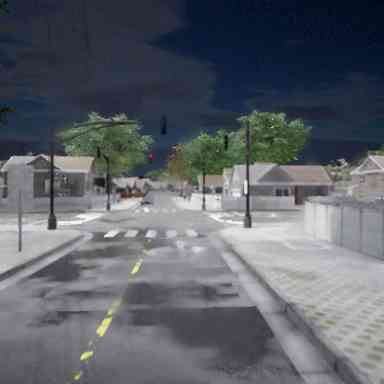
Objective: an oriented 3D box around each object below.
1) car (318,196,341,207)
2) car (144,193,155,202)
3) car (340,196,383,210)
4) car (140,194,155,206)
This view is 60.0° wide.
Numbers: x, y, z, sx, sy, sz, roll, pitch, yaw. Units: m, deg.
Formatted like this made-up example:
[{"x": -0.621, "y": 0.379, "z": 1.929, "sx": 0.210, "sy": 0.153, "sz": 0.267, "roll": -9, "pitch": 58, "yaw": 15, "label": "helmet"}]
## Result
[{"x": 14.799, "y": 1.199, "z": 34.212, "sx": 4.553, "sy": 1.767, "sz": 2.097, "roll": 0, "pitch": 0, "yaw": -4, "label": "car"}, {"x": -8.550, "y": 1.159, "z": 67.457, "sx": 2.097, "sy": 1.767, "sz": 4.553, "roll": 0, "pitch": 0, "yaw": -6, "label": "car"}, {"x": 17.034, "y": 1.297, "z": 31.141, "sx": 5.008, "sy": 1.535, "sz": 1.882, "roll": 0, "pitch": 0, "yaw": -4, "label": "car"}, {"x": -6.946, "y": 1.422, "z": 51.808, "sx": 1.994, "sy": 1.385, "sz": 4.181, "roll": 0, "pitch": 0, "yaw": -6, "label": "car"}]
